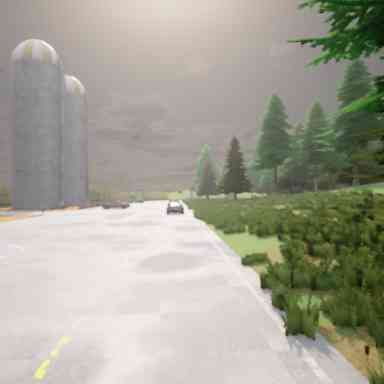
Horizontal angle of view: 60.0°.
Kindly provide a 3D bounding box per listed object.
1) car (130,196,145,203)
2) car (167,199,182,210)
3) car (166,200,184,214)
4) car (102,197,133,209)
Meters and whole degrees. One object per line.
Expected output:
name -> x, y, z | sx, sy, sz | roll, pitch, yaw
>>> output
car -> -14.033, 2.097, 84.733 | 3.988, 1.617, 1.851 | -1, 0, -4
car -> -2.522, 1.846, 48.590 | 2.033, 1.411, 5.357 | -1, 0, -3
car -> -1.915, 1.798, 38.103 | 1.994, 1.385, 4.181 | -1, 0, -3
car -> -11.786, 1.957, 51.797 | 4.181, 1.381, 1.994 | -1, 0, -4
